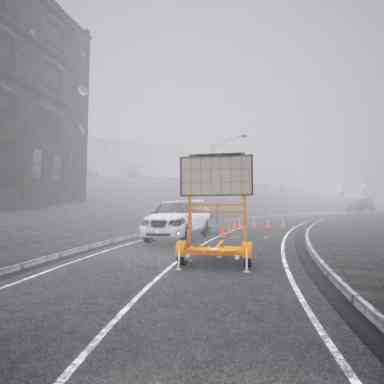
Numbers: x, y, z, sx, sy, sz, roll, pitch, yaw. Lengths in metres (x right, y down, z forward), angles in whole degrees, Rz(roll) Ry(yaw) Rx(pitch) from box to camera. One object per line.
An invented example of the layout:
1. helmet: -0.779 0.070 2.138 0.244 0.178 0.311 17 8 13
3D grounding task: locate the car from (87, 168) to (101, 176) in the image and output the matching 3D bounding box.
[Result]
1. car: -16.332 -2.839 50.931 4.553 1.767 2.185 2 -5 -33

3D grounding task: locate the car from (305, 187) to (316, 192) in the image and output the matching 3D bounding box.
1. car: 28.270 -0.375 83.549 4.553 1.767 2.185 4 -6 -41

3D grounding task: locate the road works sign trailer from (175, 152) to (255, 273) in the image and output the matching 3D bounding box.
1. road works sign trailer: 0.841 0.530 11.043 2.380 3.560 2.880 -1 -1 12

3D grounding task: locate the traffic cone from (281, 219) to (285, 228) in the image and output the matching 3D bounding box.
1. traffic cone: 6.252 2.136 22.870 0.340 0.580 0.340 -2 -1 17

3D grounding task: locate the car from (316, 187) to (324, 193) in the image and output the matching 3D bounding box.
1. car: 32.410 -0.164 87.331 5.566 2.045 2.435 5 -6 -42

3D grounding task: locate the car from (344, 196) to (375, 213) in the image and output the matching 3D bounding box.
1. car: 25.919 2.130 51.320 5.566 2.045 2.150 1 -4 -33

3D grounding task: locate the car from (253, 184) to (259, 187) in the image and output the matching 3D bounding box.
1. car: 11.074 -1.500 69.396 4.553 1.767 2.185 3 -6 -36

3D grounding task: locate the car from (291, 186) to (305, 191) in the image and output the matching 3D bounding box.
1. car: 24.043 -0.560 79.824 4.892 1.521 2.231 4 -6 -40

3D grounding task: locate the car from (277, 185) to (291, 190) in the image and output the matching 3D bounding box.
1. car: 19.897 -0.794 76.338 4.674 1.452 2.002 4 -6 -39

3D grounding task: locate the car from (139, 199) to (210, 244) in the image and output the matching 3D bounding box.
1. car: -0.656 1.411 17.096 2.150 2.045 5.566 -1 -1 18

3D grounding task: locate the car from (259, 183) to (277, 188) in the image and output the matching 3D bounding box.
1. car: 15.601 -1.073 72.884 4.792 1.488 2.163 3 -6 -38

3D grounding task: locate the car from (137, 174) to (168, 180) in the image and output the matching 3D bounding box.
1. car: -7.137 -2.323 56.840 4.892 1.521 2.231 2 -5 -33

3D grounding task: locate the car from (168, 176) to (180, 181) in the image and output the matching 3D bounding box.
1. car: -2.503 -2.114 59.832 4.892 1.521 2.231 3 -5 -33
